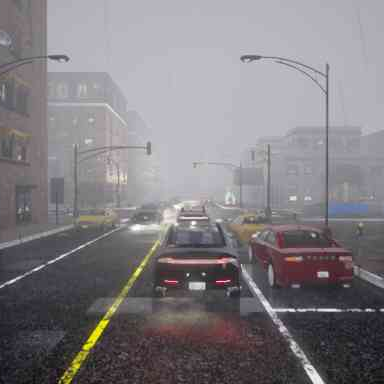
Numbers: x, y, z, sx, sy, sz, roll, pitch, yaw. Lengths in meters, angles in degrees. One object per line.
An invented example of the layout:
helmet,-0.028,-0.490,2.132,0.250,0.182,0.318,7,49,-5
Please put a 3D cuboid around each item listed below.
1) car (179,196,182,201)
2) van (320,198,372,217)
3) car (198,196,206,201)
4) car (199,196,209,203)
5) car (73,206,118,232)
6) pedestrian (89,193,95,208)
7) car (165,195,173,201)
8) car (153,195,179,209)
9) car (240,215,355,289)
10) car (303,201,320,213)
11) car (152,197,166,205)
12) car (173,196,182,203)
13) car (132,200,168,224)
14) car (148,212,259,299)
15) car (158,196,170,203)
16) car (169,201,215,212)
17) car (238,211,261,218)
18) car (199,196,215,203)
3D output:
car,-3.209,1.526,59.506,2.128,1.511,4.902,0,0,0
van,14.589,1.415,31.190,3.998,1.788,1.690,0,0,-1
car,2.491,1.629,87.049,2.008,1.369,4.403,-1,0,0
car,2.529,1.600,69.959,2.008,1.369,4.403,0,0,0
car,-5.741,1.529,20.213,1.752,1.417,4.829,0,0,0
pedestrian,-12.725,1.083,42.248,0.375,1.860,0.375,0,0,-1
car,-5.890,1.603,86.848,1.752,1.417,4.829,0,0,0
car,-3.577,1.501,45.212,2.128,1.511,4.902,0,0,5
car,2.665,1.545,9.003,1.887,1.381,4.507,0,0,0
car,14.582,1.599,36.979,4.181,1.385,1.994,0,0,-1
car,-5.826,1.584,58.535,2.008,1.369,4.403,0,0,0
car,-3.162,1.577,72.391,1.812,1.442,4.674,0,0,0
car,-3.154,1.568,24.632,1.994,1.385,4.181,0,0,0
car,0.084,1.491,8.459,2.128,1.511,4.902,0,0,0
car,-5.851,1.600,69.928,2.008,1.369,4.403,0,0,0
car,0.060,1.494,18.828,2.128,1.511,4.902,0,0,0
car,2.652,1.527,14.870,1.752,1.417,4.829,0,0,0
car,2.566,1.466,52.869,1.967,1.590,4.097,0,0,0
